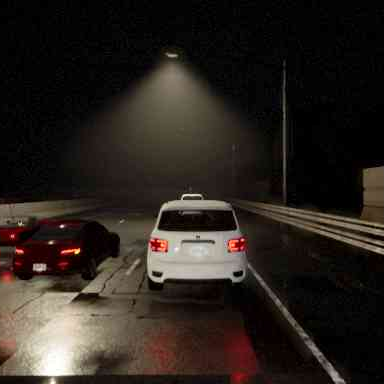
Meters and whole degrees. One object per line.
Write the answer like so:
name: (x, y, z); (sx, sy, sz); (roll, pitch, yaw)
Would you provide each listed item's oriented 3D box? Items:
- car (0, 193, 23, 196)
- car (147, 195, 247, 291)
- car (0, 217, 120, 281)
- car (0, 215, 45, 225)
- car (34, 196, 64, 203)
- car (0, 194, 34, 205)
car: (-24.797, 1.161, 45.175); (2.150, 2.045, 5.566); (0, 0, 0)
car: (0.093, 1.220, 9.146); (2.150, 2.045, 5.566); (0, 0, 0)
car: (-3.415, 1.525, 9.770); (1.812, 1.442, 4.674); (0, 0, 0)
car: (-6.924, 1.599, 13.974); (1.895, 1.301, 4.718); (0, 0, 0)
car: (-17.781, 1.302, 42.405); (2.097, 1.767, 4.553); (0, 0, 0)
car: (-21.276, 1.431, 41.294); (1.882, 1.535, 5.008); (0, 0, 0)
